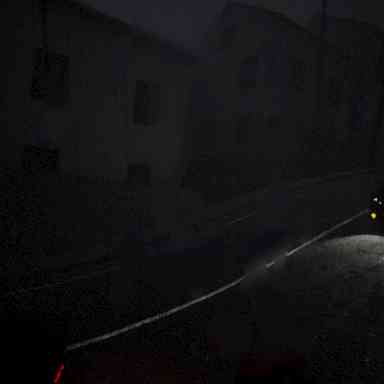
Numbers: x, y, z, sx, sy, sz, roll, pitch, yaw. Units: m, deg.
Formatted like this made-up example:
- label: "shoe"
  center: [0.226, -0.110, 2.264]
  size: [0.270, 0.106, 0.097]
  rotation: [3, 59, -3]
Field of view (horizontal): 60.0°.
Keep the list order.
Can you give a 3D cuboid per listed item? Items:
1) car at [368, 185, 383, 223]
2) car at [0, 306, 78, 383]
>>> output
- label: "car"
  center: [6.082, -0.228, 8.098]
  size: [4.181, 1.385, 1.994]
  rotation: [-16, 9, -34]
- label: "car"
  center: [-3.220, 1.445, 1.872]
  size: [4.892, 1.490, 1.837]
  rotation: [4, -3, -32]
